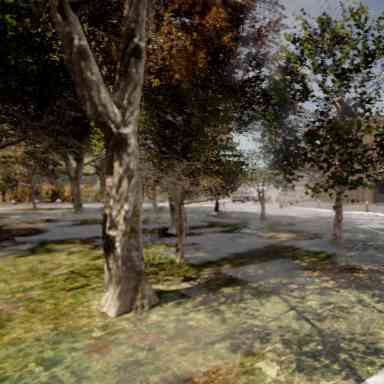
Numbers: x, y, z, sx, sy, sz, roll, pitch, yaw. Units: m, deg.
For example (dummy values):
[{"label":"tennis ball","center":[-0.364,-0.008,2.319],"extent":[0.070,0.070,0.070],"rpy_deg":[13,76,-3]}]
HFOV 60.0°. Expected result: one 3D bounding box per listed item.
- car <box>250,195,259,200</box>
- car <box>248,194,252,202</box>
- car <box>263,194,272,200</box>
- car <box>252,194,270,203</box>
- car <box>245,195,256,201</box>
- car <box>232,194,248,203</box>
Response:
[{"label":"car","center":[16.001,1.434,84.909],"extent":[1.895,1.301,4.718],"rpy_deg":[0,-1,15]},{"label":"car","center":[10.249,1.145,63.991],"extent":[1.837,1.490,4.892],"rpy_deg":[0,-1,16]},{"label":"car","center":[19.237,1.355,84.418],"extent":[1.882,1.535,5.008],"rpy_deg":[0,-1,15]},{"label":"car","center":[10.430,1.048,50.454],"extent":[1.895,1.301,4.718],"rpy_deg":[0,-1,12]},{"label":"car","center":[13.143,1.346,74.560],"extent":[1.812,1.442,4.674],"rpy_deg":[0,-1,15]},{"label":"car","center":[7.000,0.973,49.964],"extent":[2.033,1.411,5.357],"rpy_deg":[0,-1,11]}]
